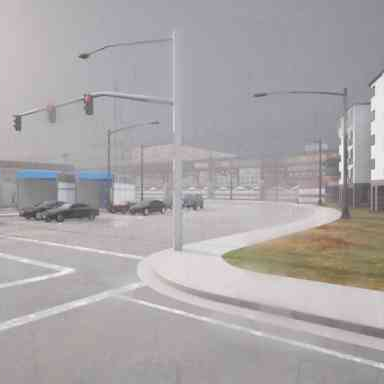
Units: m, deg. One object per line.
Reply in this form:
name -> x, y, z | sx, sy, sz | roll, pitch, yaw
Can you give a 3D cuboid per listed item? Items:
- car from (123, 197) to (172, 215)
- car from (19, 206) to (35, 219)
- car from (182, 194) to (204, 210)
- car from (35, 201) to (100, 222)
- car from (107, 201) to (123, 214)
car -> -4.447, 1.528, 34.019 | 1.837, 1.490, 4.892 | 0, 0, 30
car -> -12.286, 1.531, 28.757 | 1.837, 1.490, 4.892 | 0, 0, 36
car -> -0.020, 1.246, 43.733 | 2.150, 2.045, 5.566 | 0, 0, 16
car -> -9.578, 1.548, 26.532 | 1.812, 1.442, 4.674 | 0, 0, 36
car -> -7.056, 1.627, 36.366 | 1.895, 1.301, 4.718 | 0, 0, 30
